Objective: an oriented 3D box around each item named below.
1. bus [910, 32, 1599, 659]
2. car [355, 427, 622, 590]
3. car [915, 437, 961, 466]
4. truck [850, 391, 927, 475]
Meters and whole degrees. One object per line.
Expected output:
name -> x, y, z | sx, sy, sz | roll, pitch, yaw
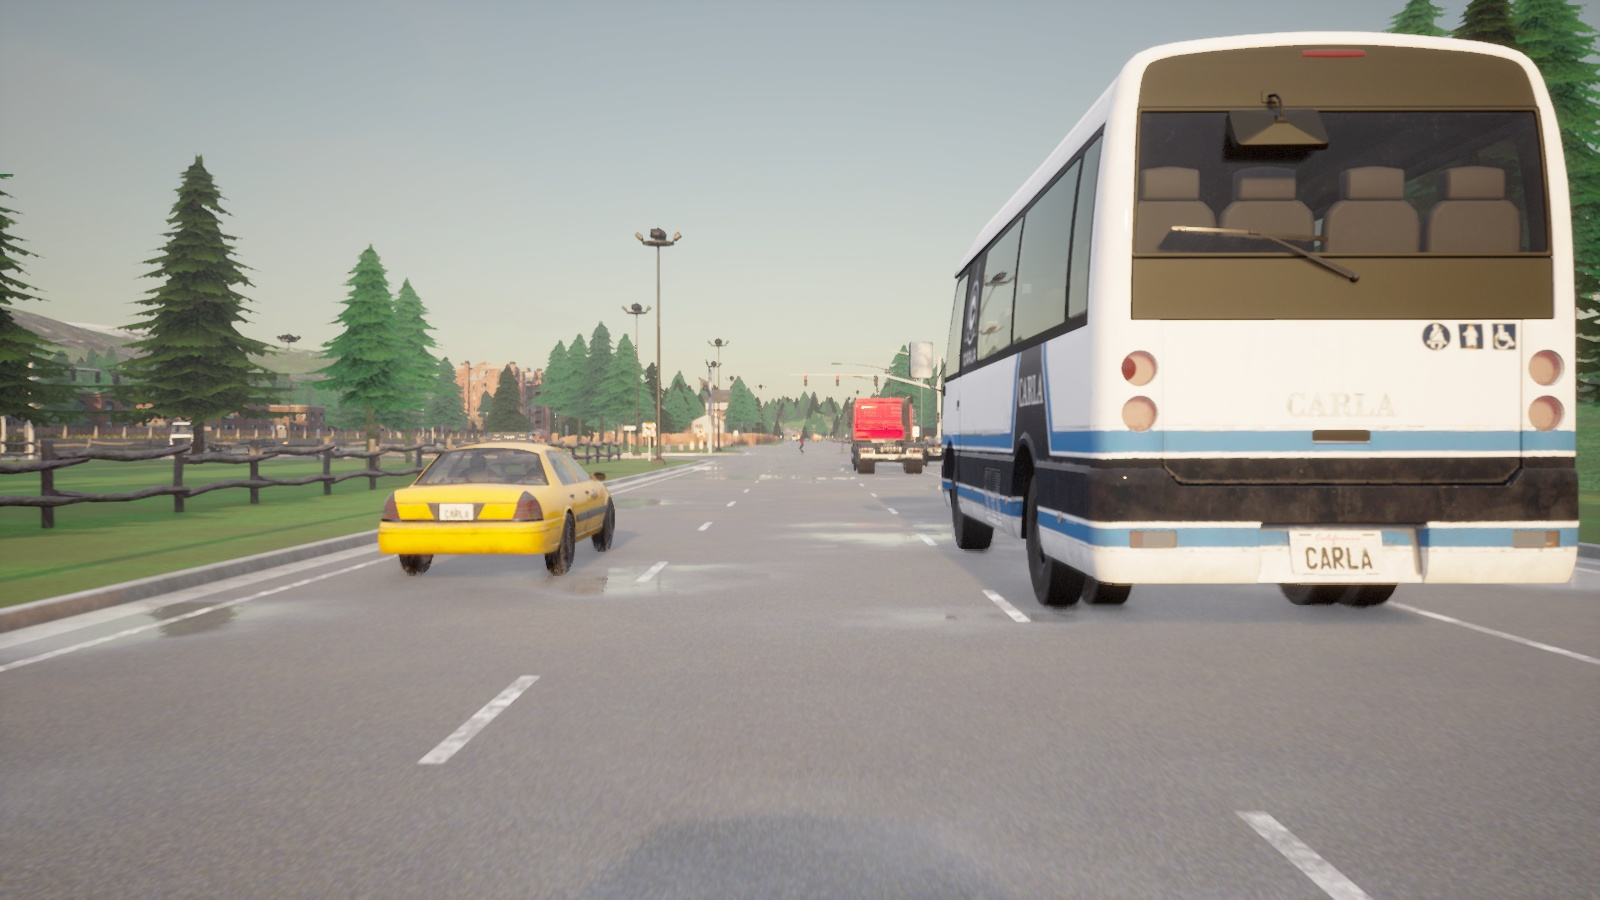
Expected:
bus -> 3.594, -0.754, 13.681 | 3.944, 4.253, 10.273 | 0, 1, 0
car -> -3.401, 0.545, 14.871 | 1.801, 1.575, 5.366 | 0, 1, 0
car -> 7.398, 0.075, 67.838 | 2.007, 1.525, 4.514 | 0, 1, 0
truck -> 3.832, -0.748, 56.050 | 2.891, 3.462, 7.936 | 0, 1, 0
